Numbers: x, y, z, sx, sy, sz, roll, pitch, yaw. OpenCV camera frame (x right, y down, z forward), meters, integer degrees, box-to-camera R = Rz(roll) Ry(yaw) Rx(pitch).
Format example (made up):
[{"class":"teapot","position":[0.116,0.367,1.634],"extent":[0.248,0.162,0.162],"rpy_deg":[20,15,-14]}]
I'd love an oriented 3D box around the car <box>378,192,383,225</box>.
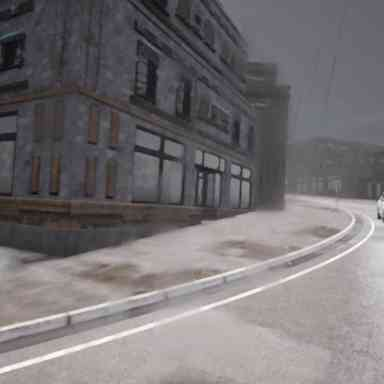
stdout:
[{"class":"car","position":[13.304,0.959,21.284],"extent":[2.150,2.045,5.566],"rpy_deg":[2,2,25]}]
